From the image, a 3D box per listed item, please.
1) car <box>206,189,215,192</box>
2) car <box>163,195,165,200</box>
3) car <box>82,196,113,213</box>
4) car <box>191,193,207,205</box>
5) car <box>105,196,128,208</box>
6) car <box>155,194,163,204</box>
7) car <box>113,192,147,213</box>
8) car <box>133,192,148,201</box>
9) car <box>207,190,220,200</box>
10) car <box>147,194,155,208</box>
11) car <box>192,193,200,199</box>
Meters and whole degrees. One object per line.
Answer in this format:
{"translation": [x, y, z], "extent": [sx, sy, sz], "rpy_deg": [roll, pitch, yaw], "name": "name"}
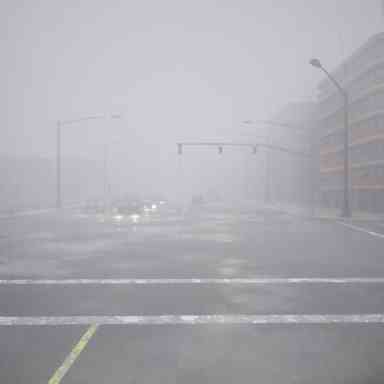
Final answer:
{"translation": [4.387, 0.425, 75.867], "extent": [2.150, 2.045, 5.566], "rpy_deg": [0, 1, 0], "name": "car"}
{"translation": [-6.208, 1.012, 62.756], "extent": [1.895, 1.301, 4.718], "rpy_deg": [0, 1, 1], "name": "car"}
{"translation": [-9.833, 1.225, 34.806], "extent": [2.097, 1.767, 4.553], "rpy_deg": [0, 1, 0], "name": "car"}
{"translation": [0.914, 1.090, 51.368], "extent": [1.882, 1.535, 5.008], "rpy_deg": [0, 1, 0], "name": "car"}
{"translation": [-9.808, 1.314, 43.449], "extent": [1.994, 1.385, 4.181], "rpy_deg": [0, 1, 0], "name": "car"}
{"translation": [-6.276, 1.080, 52.627], "extent": [2.128, 1.511, 4.902], "rpy_deg": [0, 1, 0], "name": "car"}
{"translation": [-6.335, 1.226, 34.463], "extent": [2.097, 1.767, 4.553], "rpy_deg": [0, 1, 0], "name": "car"}
{"translation": [-9.702, 0.896, 63.144], "extent": [2.128, 1.511, 4.902], "rpy_deg": [0, 1, 1], "name": "car"}
{"translation": [4.457, 0.919, 65.884], "extent": [1.994, 1.385, 4.181], "rpy_deg": [0, 1, 0], "name": "car"}
{"translation": [-6.309, 1.277, 43.346], "extent": [1.812, 1.442, 4.674], "rpy_deg": [0, 1, 0], "name": "car"}
{"translation": [0.883, 0.808, 74.877], "extent": [1.895, 1.301, 4.718], "rpy_deg": [0, 1, 0], "name": "car"}
